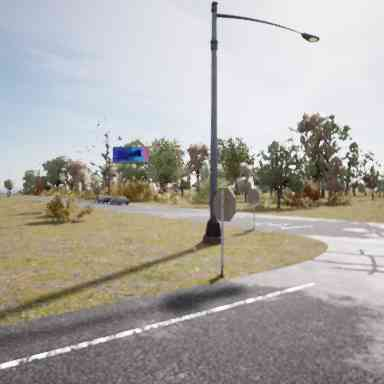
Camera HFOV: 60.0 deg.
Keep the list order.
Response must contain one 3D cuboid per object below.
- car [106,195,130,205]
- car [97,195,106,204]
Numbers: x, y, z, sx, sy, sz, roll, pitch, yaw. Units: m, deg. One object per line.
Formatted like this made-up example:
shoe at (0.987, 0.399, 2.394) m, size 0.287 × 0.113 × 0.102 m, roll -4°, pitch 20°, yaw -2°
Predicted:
car at (-11.977, 1.429, 55.176) m, size 2.033 × 1.411 × 5.357 m, roll 0°, pitch 0°, yaw -33°
car at (-15.957, 1.373, 61.097) m, size 1.837 × 1.490 × 4.892 m, roll 0°, pitch 0°, yaw -34°
